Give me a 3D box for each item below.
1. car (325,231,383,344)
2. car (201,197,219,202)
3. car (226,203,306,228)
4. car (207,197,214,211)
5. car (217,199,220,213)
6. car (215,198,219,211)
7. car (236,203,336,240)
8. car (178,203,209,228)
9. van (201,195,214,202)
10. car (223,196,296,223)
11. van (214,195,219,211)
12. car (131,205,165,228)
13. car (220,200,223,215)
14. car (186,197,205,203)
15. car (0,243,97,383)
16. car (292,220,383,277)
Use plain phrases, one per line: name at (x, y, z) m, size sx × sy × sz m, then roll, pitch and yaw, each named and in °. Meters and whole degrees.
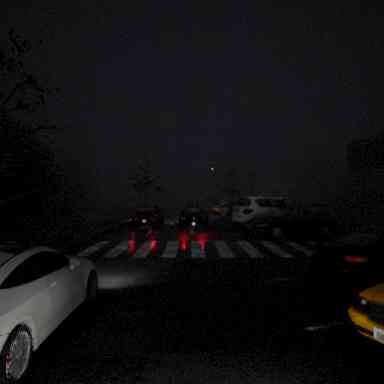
car at (4.898, 1.488, 5.006) m, size 5.366 × 1.575 × 1.946 m, roll 1°, pitch 0°, yaw -20°
car at (5.075, 2.089, 93.134) m, size 4.674 × 1.452 × 2.002 m, roll 1°, pitch -2°, yaw -20°
car at (5.078, 1.551, 22.961) m, size 5.008 × 1.535 × 2.097 m, roll 1°, pitch 0°, yaw -20°
car at (4.902, 1.645, 37.809) m, size 5.366 × 1.575 × 1.946 m, roll 1°, pitch 0°, yaw -20°
car at (5.247, 1.588, 28.994) m, size 5.366 × 1.575 × 1.946 m, roll 1°, pitch -1°, yaw -20°
car at (5.099, 1.639, 31.923) m, size 4.792 × 1.488 × 2.163 m, roll 1°, pitch -1°, yaw -20°
car at (5.082, 1.524, 16.995) m, size 4.892 × 1.521 × 2.231 m, roll 1°, pitch 0°, yaw -20°
car at (0.103, 1.658, 22.432) m, size 1.895 × 1.301 × 4.718 m, roll 0°, pitch 0°, yaw 0°
van at (4.974, 1.729, 90.119) m, size 4.442 × 1.987 × 1.878 m, roll 1°, pitch -2°, yaw -20°
car at (5.102, 1.284, 19.998) m, size 5.566 × 2.045 × 2.435 m, roll 1°, pitch -1°, yaw -20°
van at (4.968, 1.402, 34.852) m, size 4.442 × 1.987 × 1.878 m, roll 1°, pitch 0°, yaw -20°
car at (-2.897, 1.582, 22.460) m, size 1.812 × 1.442 × 4.674 m, roll 0°, pitch 0°, yaw 0°
car at (5.066, 1.570, 25.946) m, size 4.892 × 1.521 × 2.231 m, roll 1°, pitch -1°, yaw -20°
car at (0.104, 1.659, 38.946) m, size 2.128 × 1.511 × 4.902 m, roll 0°, pitch 0°, yaw 0°
car at (-2.899, 1.527, 5.151) m, size 1.812 × 1.442 × 4.674 m, roll 0°, pitch 0°, yaw 0°
car at (5.067, 1.537, 8.054) m, size 4.674 × 1.452 × 2.002 m, roll 1°, pitch 0°, yaw -20°
